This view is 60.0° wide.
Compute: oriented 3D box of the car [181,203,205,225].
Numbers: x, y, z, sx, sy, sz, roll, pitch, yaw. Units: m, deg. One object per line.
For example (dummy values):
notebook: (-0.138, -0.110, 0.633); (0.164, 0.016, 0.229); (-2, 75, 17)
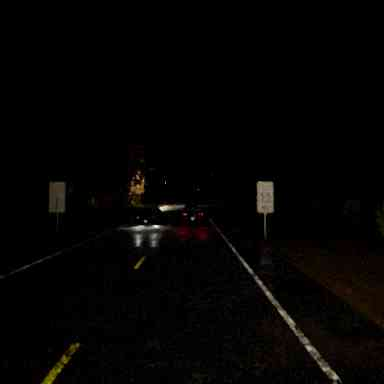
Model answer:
car: (0.073, 1.865, 27.330); (1.812, 1.442, 4.674); (0, -1, 0)

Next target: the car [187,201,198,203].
car: (0.083, 1.919, 43.317); (2.097, 1.767, 4.553); (0, -1, 0)

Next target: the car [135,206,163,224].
car: (-3.550, 1.900, 28.334); (2.033, 1.411, 5.357); (0, -1, 1)
